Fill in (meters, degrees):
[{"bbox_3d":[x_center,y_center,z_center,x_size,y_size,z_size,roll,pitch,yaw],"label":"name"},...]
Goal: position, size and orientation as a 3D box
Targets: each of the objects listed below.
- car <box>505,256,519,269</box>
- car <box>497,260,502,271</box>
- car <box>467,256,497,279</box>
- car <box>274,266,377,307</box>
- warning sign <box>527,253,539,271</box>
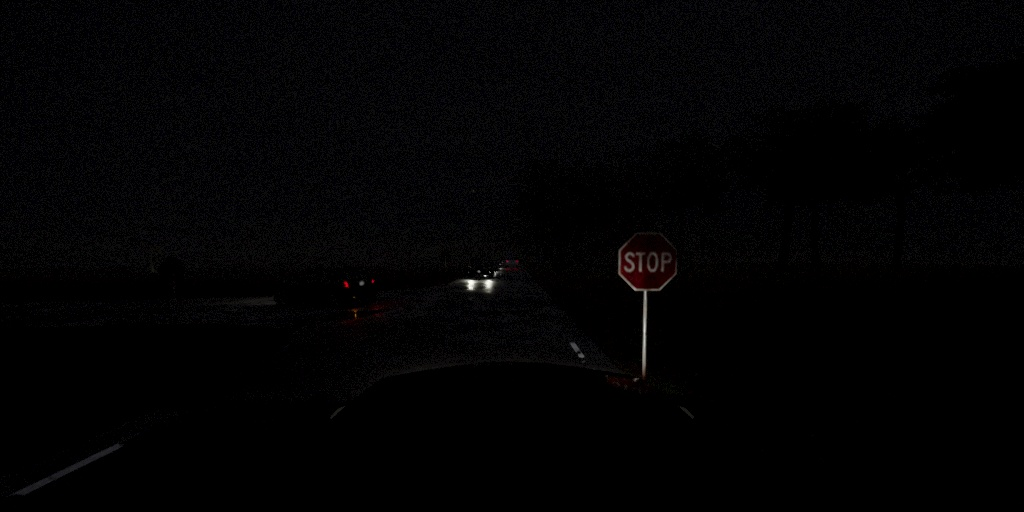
[{"bbox_3d":[0.000,1.098,61.328,2.150,2.045,5.566,0,0,0],"label":"car"},{"bbox_3d":[-2.842,1.358,49.133,2.033,1.411,5.357,0,0,0],"label":"car"},{"bbox_3d":[-2.849,0.984,33.511,2.150,2.045,5.566,0,0,0],"label":"car"},{"bbox_3d":[-8.634,1.255,16.537,4.553,1.767,2.097,0,3,20],"label":"car"},{"bbox_3d":[2.450,0.911,45.460,1.300,1.860,1.060,0,0,0],"label":"warning sign"}]
